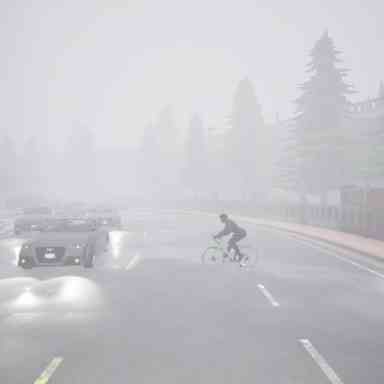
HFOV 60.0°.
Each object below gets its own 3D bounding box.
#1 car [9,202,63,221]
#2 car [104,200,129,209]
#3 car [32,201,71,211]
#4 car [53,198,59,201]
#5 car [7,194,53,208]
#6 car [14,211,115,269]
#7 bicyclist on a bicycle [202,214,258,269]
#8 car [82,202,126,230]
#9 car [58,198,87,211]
[{"bbox_3d":[-8.534,1.507,18.626,1.837,1.490,4.892,0,-1,-18],"label":"car"},{"bbox_3d":[-9.637,1.601,39.239,4.718,1.301,1.895,0,0,41],"label":"car"},{"bbox_3d":[-10.475,1.593,24.421,1.994,1.385,4.181,0,0,-29],"label":"car"},{"bbox_3d":[-18.035,1.526,44.855,4.674,1.442,1.812,0,0,23],"label":"car"},{"bbox_3d":[-20.911,1.221,42.319,5.566,2.045,2.150,0,0,22],"label":"car"},{"bbox_3d":[-4.014,1.564,11.057,1.994,1.385,4.181,0,0,-4],"label":"car"},{"bbox_3d":[1.100,1.453,9.692,1.656,1.620,0.582,-2,0,-1],"label":"bicyclist on a bicycle"},{"bbox_3d":[-5.619,1.564,20.824,1.994,1.385,4.181,0,0,-20],"label":"car"},{"bbox_3d":[-10.103,1.505,29.650,1.837,1.490,4.892,0,0,-35],"label":"car"}]
